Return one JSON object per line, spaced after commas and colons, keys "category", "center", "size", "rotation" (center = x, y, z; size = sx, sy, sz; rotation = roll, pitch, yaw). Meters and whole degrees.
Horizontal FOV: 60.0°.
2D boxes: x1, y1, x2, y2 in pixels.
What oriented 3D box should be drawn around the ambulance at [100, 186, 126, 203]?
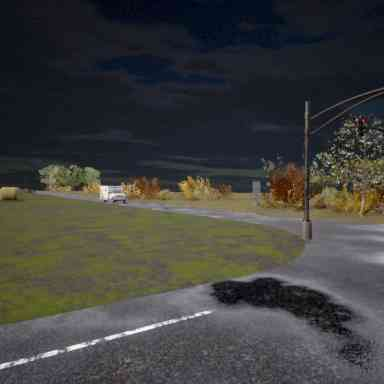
{"category": "ambulance", "center": [-11.873, 0.341, 50.071], "size": [2.351, 2.431, 6.366], "rotation": [2, 0, -32]}
